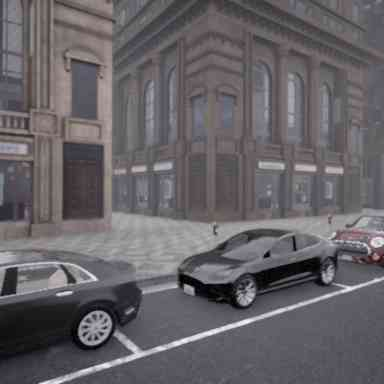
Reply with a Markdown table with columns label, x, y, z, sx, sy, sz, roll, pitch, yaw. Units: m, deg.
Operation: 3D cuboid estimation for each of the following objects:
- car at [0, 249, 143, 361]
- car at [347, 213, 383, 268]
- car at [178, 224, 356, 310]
| label | x | y | z | sx | sy | sz | roll | pitch | yaw |
| --- | --- | --- | --- | --- | --- | --- | --- | --- | --- |
| car | -2.840 | 1.551 | 4.619 | 4.403 | 1.369 | 2.008 | 0 | 0 | -35 |
| car | 6.282 | 1.448 | 11.124 | 4.097 | 1.590 | 1.967 | 0 | 0 | -35 |
| car | 1.721 | 1.570 | 7.872 | 4.313 | 1.339 | 1.947 | 0 | 0 | -35 |
